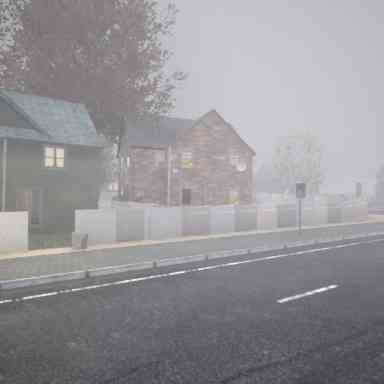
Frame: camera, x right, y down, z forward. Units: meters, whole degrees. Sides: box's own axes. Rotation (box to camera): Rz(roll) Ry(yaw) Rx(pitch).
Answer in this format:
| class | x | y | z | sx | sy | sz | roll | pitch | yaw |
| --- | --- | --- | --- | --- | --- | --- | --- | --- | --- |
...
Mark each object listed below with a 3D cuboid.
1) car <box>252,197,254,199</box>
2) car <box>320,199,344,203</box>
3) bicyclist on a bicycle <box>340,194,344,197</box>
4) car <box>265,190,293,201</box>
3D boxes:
| class | x | y | z | sx | sy | sz | roll | pitch | yaw |
| --- | --- | --- | --- | --- | --- | --- | --- | --- | --- |
| car | 8.500 | 0.910 | 56.009 | 2.033 | 1.411 | 5.357 | 1 | 0 | -19 |
| car | 15.539 | 1.177 | 36.542 | 2.128 | 1.511 | 4.902 | 1 | 0 | -20 |
| bicyclist on a bicycle | 19.398 | 1.035 | 43.116 | 1.656 | 1.620 | 0.582 | 1 | 0 | -20 |
| car | 12.132 | 0.751 | 45.961 | 2.150 | 2.045 | 5.566 | 1 | 0 | -20 |
